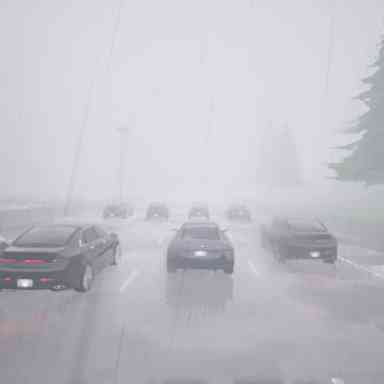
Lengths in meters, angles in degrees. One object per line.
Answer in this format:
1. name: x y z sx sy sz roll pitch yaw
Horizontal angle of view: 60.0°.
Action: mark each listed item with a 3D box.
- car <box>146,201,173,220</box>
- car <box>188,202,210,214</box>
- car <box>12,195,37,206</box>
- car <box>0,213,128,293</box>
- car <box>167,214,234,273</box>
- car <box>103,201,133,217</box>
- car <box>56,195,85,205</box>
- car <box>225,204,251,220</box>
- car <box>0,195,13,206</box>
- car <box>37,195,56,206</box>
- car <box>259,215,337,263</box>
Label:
1. car: -2.898 1.600 29.565 1.837 1.490 4.892 1 1 1
2. car: 0.618 1.652 30.408 1.812 1.442 4.674 1 0 1
3. car: -23.708 1.251 48.705 1.837 1.490 4.892 1 1 2
4. car: -3.268 1.552 9.006 1.837 1.490 4.892 1 0 1
5. car: 0.269 1.660 11.085 1.994 1.385 4.181 1 0 1
6. car: -6.405 1.564 29.205 1.837 1.490 4.892 1 1 1
7. car: -16.753 1.190 46.848 2.097 1.767 4.553 1 1 1
8. car: 4.113 1.729 30.134 1.994 1.385 4.181 1 0 1
9. car: -27.204 1.187 48.759 1.882 1.535 5.008 1 1 2
10. car: -20.214 1.288 48.640 1.837 1.490 4.892 1 1 1
11. car: 3.792 1.648 12.556 1.837 1.490 4.892 1 0 1
